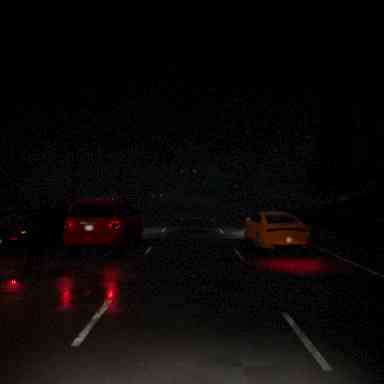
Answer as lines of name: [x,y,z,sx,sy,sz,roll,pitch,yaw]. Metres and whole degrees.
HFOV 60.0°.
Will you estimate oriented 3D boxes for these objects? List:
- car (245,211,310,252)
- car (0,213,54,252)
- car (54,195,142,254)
car: [3.506,1.566,14.453,1.882,1.535,5.008,0,0,0]
car: [-6.994,1.614,14.363,1.812,1.442,4.674,0,0,0]
car: [-3.499,1.304,13.997,2.150,2.045,5.566,0,0,0]
